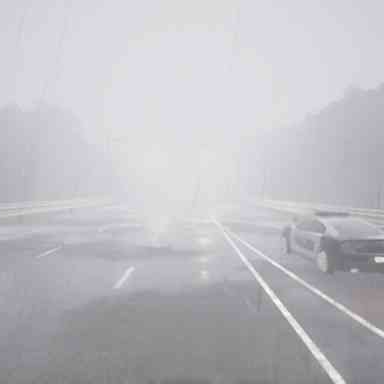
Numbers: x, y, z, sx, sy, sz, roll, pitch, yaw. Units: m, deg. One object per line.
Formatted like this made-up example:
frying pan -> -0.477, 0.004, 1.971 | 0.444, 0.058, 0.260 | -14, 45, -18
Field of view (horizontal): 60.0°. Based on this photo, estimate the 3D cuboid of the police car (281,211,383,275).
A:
police car -> 4.391, 1.441, 10.683 | 1.930, 1.638, 5.238 | 0, 0, -4
